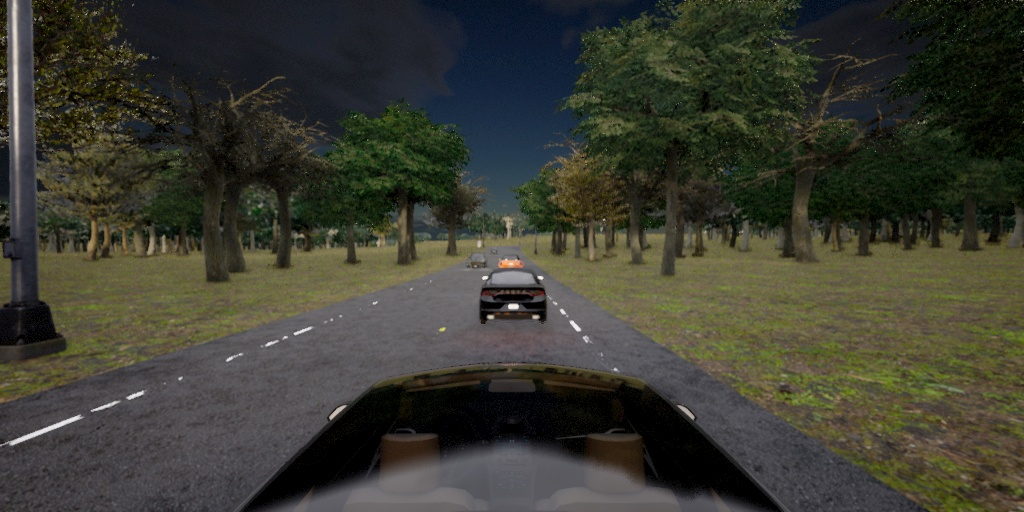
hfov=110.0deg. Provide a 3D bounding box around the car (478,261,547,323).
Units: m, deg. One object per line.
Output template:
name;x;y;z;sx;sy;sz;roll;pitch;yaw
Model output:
car;0.026;1.095;11.618;1.882;1.535;5.008;0;1;0

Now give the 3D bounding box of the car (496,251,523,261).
car;-0.082;0.646;30.958;2.097;1.767;4.553;0;1;0

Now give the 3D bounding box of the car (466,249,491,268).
car;-3.819;0.402;39.596;2.097;1.767;4.553;0;2;0
